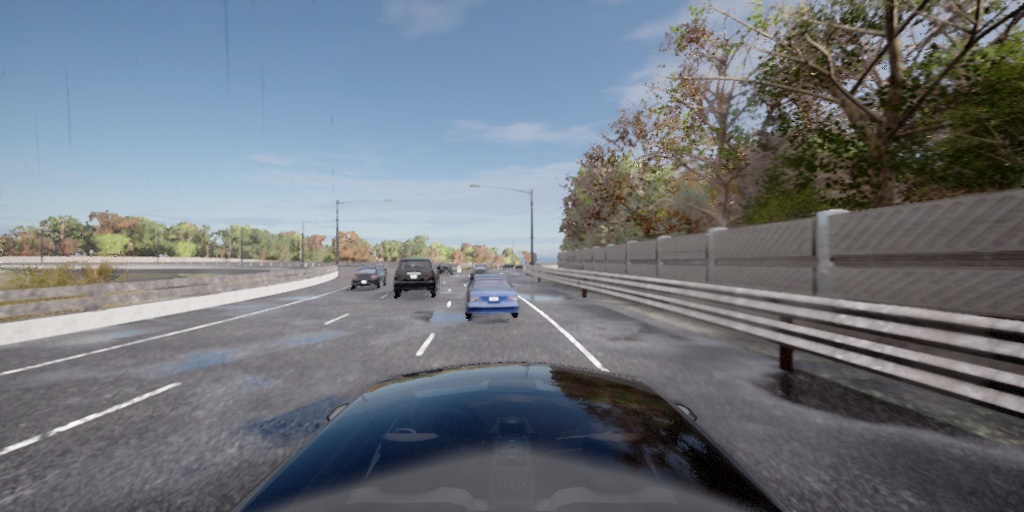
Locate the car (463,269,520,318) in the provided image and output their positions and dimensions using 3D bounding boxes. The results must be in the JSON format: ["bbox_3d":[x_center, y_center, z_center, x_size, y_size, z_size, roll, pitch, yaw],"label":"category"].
[{"bbox_3d":[-0.845,1.396,13.619,2.033,1.411,5.357,0,0,-6],"label":"car"}]

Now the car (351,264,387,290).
[{"bbox_3d":[-9.805,1.487,24.803,1.812,1.442,4.674,0,0,-12],"label":"car"}]

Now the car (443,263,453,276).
[{"bbox_3d":[-8.501,1.616,43.642,1.837,1.490,4.892,0,-1,-22],"label":"car"}]

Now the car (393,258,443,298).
[{"bbox_3d":[-5.254,1.135,20.221,2.150,2.045,5.566,0,0,-9],"label":"car"}]

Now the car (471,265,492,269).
[{"bbox_3d":[-2.800,1.534,32.715,1.812,1.442,4.674,0,0,-4],"label":"car"}]
